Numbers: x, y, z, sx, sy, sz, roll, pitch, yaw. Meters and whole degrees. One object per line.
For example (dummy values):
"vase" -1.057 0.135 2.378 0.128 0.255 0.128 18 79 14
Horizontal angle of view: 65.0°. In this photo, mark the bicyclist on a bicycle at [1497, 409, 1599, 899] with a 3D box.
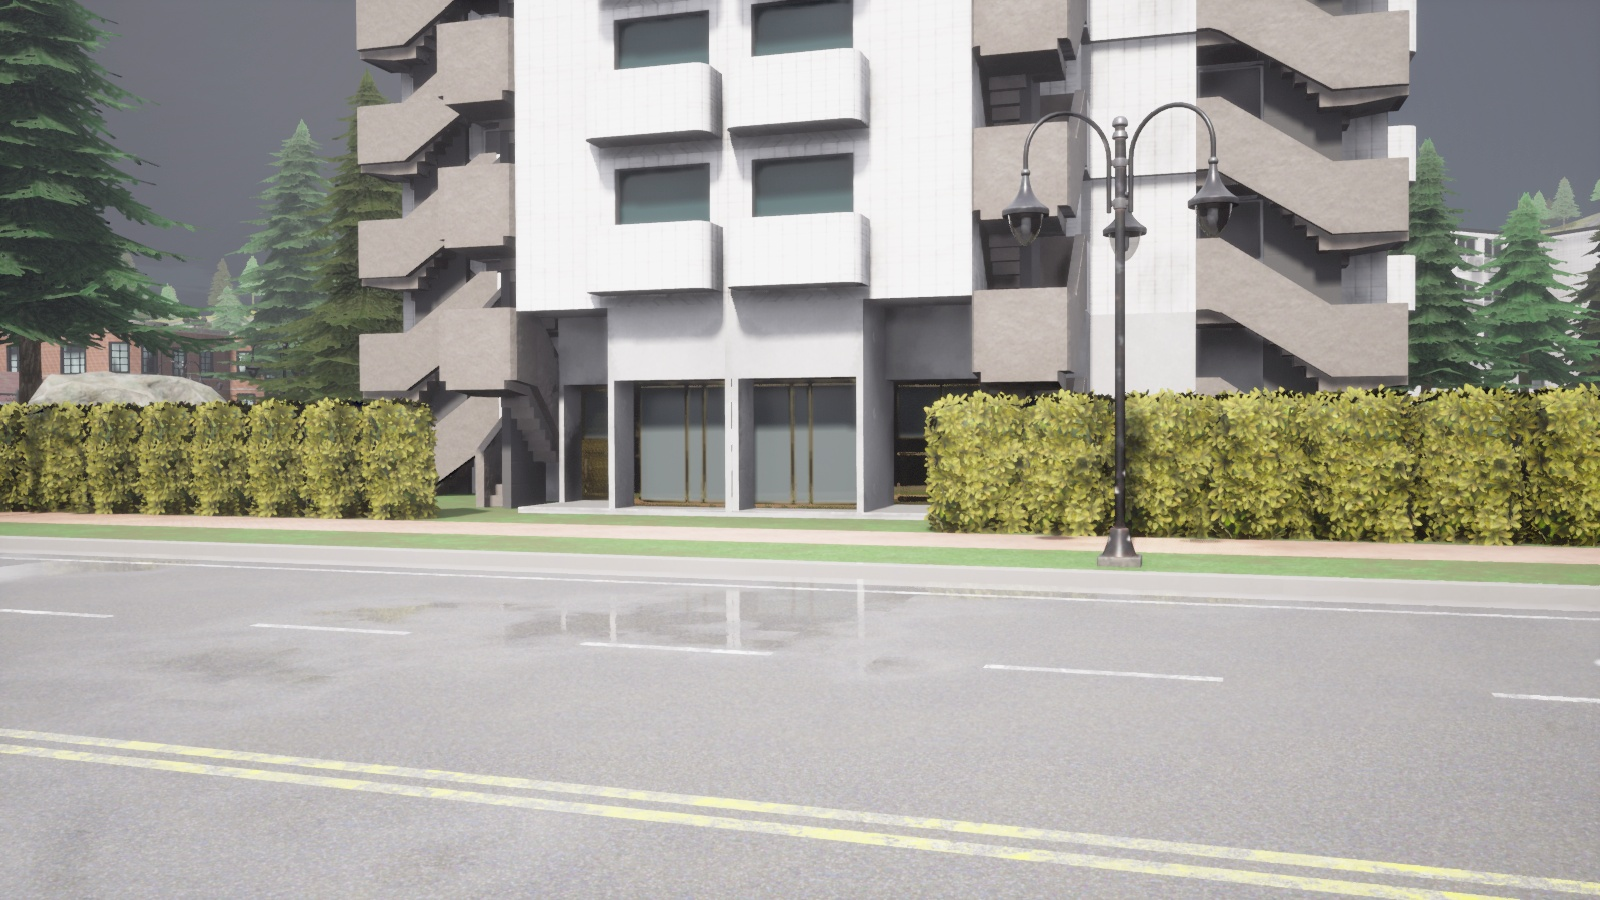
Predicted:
"bicyclist on a bicycle" 2.289 0.733 2.425 1.509 1.612 0.866 1 1 19
